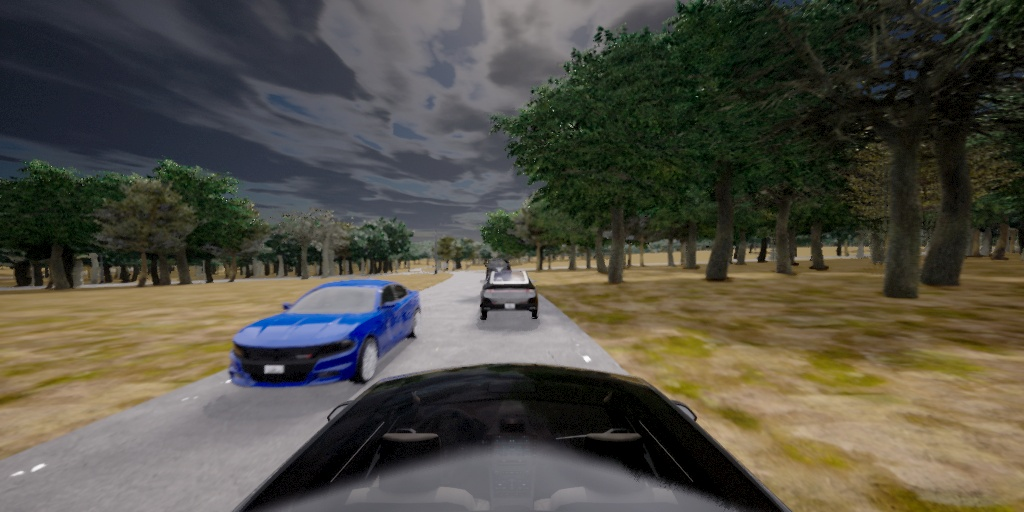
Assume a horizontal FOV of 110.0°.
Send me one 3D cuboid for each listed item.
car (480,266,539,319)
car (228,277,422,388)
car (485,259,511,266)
[{"bbox_3d":[-0.132,1.269,12.872,2.128,1.511,4.902,0,0,-2],"label":"car"},{"bbox_3d":[-3.191,1.233,7.235,1.882,1.535,5.008,0,0,-1],"label":"car"},{"bbox_3d":[-1.236,1.339,32.296,2.150,2.045,5.566,0,-1,-5],"label":"car"}]
